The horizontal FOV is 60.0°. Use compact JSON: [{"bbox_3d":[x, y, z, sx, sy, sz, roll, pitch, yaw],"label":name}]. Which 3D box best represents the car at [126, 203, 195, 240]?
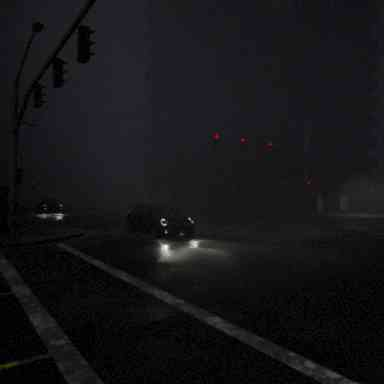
[{"bbox_3d":[-1.789,1.458,17.884,2.097,1.767,4.553,1,-1,-36],"label":"car"}]

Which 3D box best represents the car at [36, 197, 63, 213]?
[{"bbox_3d":[-16.405,1.427,38.157,2.097,1.767,4.553,1,-1,-36],"label":"car"}]
